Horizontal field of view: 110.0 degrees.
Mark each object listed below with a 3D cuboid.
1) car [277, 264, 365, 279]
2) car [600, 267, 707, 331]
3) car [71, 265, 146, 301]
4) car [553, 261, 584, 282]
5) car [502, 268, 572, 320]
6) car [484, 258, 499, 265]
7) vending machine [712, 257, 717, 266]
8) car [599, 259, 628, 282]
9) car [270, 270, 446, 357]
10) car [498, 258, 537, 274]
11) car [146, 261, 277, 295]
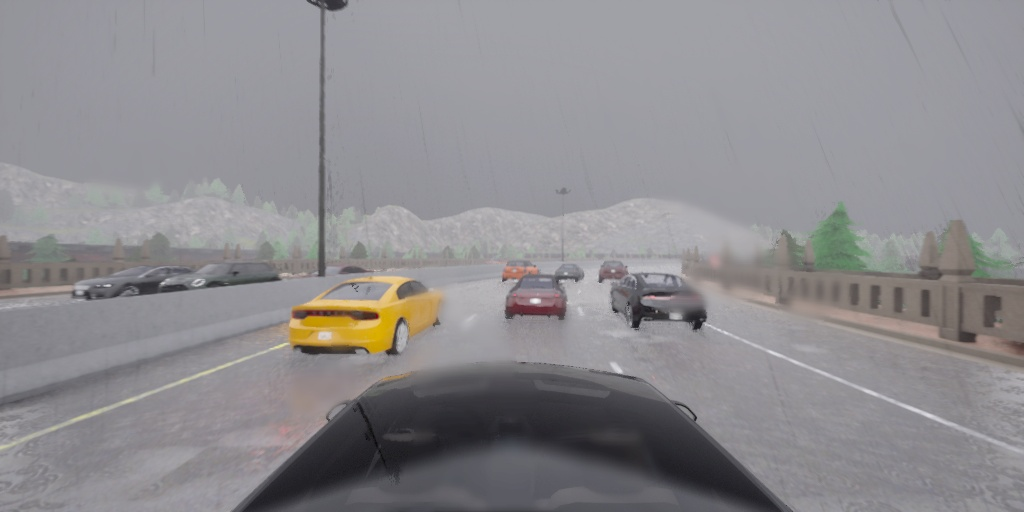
[{"bbox_3d":[-9.007,1.179,18.313,1.882,1.535,5.008,0,0,10],"label":"car"},{"bbox_3d":[4.263,1.259,11.116,2.128,1.511,4.902,0,0,6],"label":"car"},{"bbox_3d":[-16.398,1.158,16.322,2.128,1.511,4.902,0,0,9],"label":"car"},{"bbox_3d":[4.780,1.328,29.572,1.994,1.385,4.181,0,0,18],"label":"car"},{"bbox_3d":[0.951,1.315,12.718,1.994,1.385,4.181,0,0,7],"label":"car"},{"bbox_3d":[-2.469,1.073,56.087,2.097,1.767,4.553,0,0,30],"label":"car"},{"bbox_3d":[29.021,1.067,51.079,1.100,2.100,0.880,0,0,39],"label":"vending machine"},{"bbox_3d":[8.155,1.132,28.641,2.097,1.767,4.553,0,0,18],"label":"car"},{"bbox_3d":[-2.999,1.211,8.596,1.882,1.535,5.008,0,0,4],"label":"car"},{"bbox_3d":[0.786,1.097,28.506,2.097,1.767,4.553,0,0,16],"label":"car"},{"bbox_3d":[-12.881,1.036,16.165,2.097,1.767,4.553,0,0,9],"label":"car"}]
